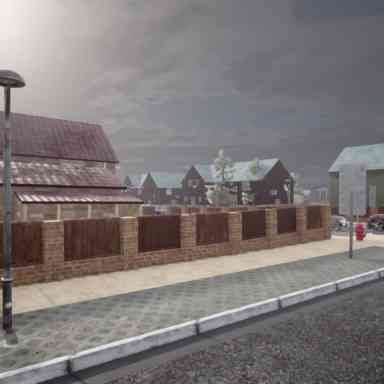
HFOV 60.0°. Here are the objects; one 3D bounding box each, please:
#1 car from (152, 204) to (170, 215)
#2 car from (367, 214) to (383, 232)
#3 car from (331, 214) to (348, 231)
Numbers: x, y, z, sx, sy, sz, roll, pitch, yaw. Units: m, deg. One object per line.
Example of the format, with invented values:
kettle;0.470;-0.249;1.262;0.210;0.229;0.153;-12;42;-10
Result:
car;-3.230;2.202;37.984;2.097;1.767;4.553;1;-2;-36
car;13.219;1.597;20.286;2.097;1.767;4.553;2;-3;-36
car;7.954;1.813;22.566;2.128;1.511;4.902;2;-2;-37
